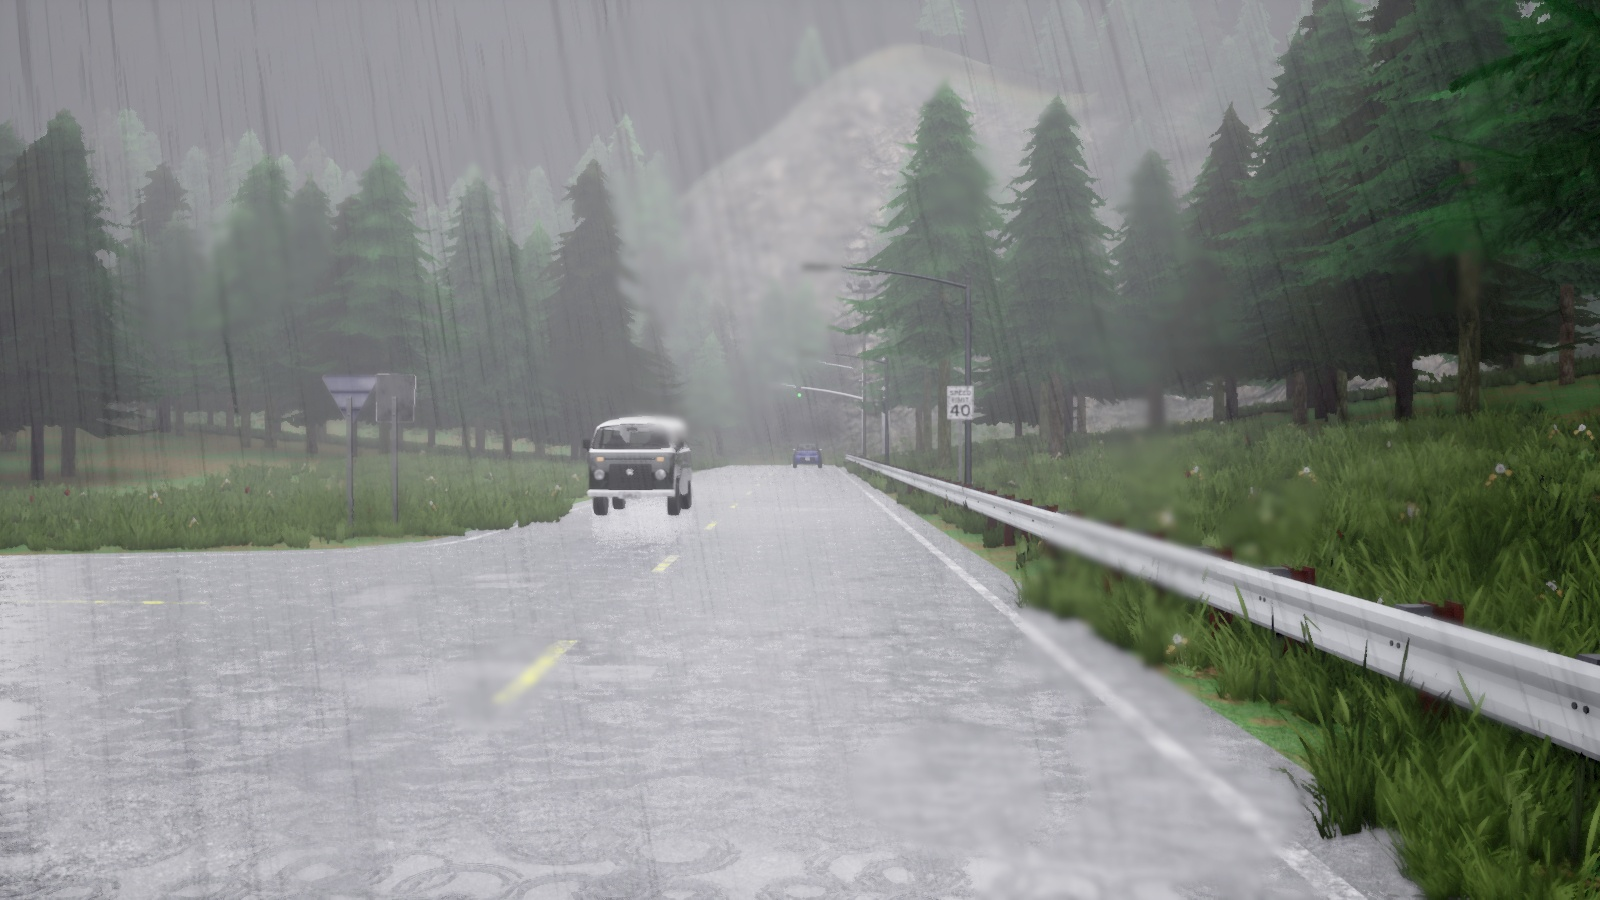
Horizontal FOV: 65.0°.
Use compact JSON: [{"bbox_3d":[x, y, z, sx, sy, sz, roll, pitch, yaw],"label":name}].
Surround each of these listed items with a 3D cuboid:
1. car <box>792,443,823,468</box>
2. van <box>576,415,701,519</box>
[{"bbox_3d":[0.457,0.329,76.409,1.816,1.474,4.193,0,0,0],"label":"car"},{"bbox_3d":[-3.330,0.316,26.749,2.069,2.038,4.480,0,0,0],"label":"van"}]
